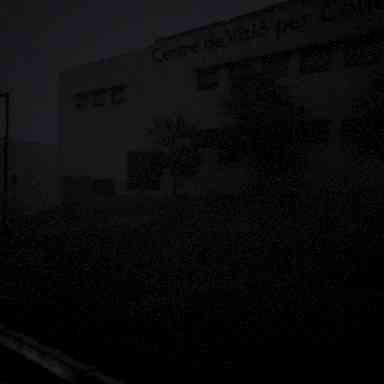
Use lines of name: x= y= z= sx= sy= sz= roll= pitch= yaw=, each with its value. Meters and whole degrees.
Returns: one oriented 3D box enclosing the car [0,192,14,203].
car: x=-27.539 y=0.775 z=46.536 sx=1.882 sy=1.535 sz=5.008 roll=2 pitch=0 yaw=33
